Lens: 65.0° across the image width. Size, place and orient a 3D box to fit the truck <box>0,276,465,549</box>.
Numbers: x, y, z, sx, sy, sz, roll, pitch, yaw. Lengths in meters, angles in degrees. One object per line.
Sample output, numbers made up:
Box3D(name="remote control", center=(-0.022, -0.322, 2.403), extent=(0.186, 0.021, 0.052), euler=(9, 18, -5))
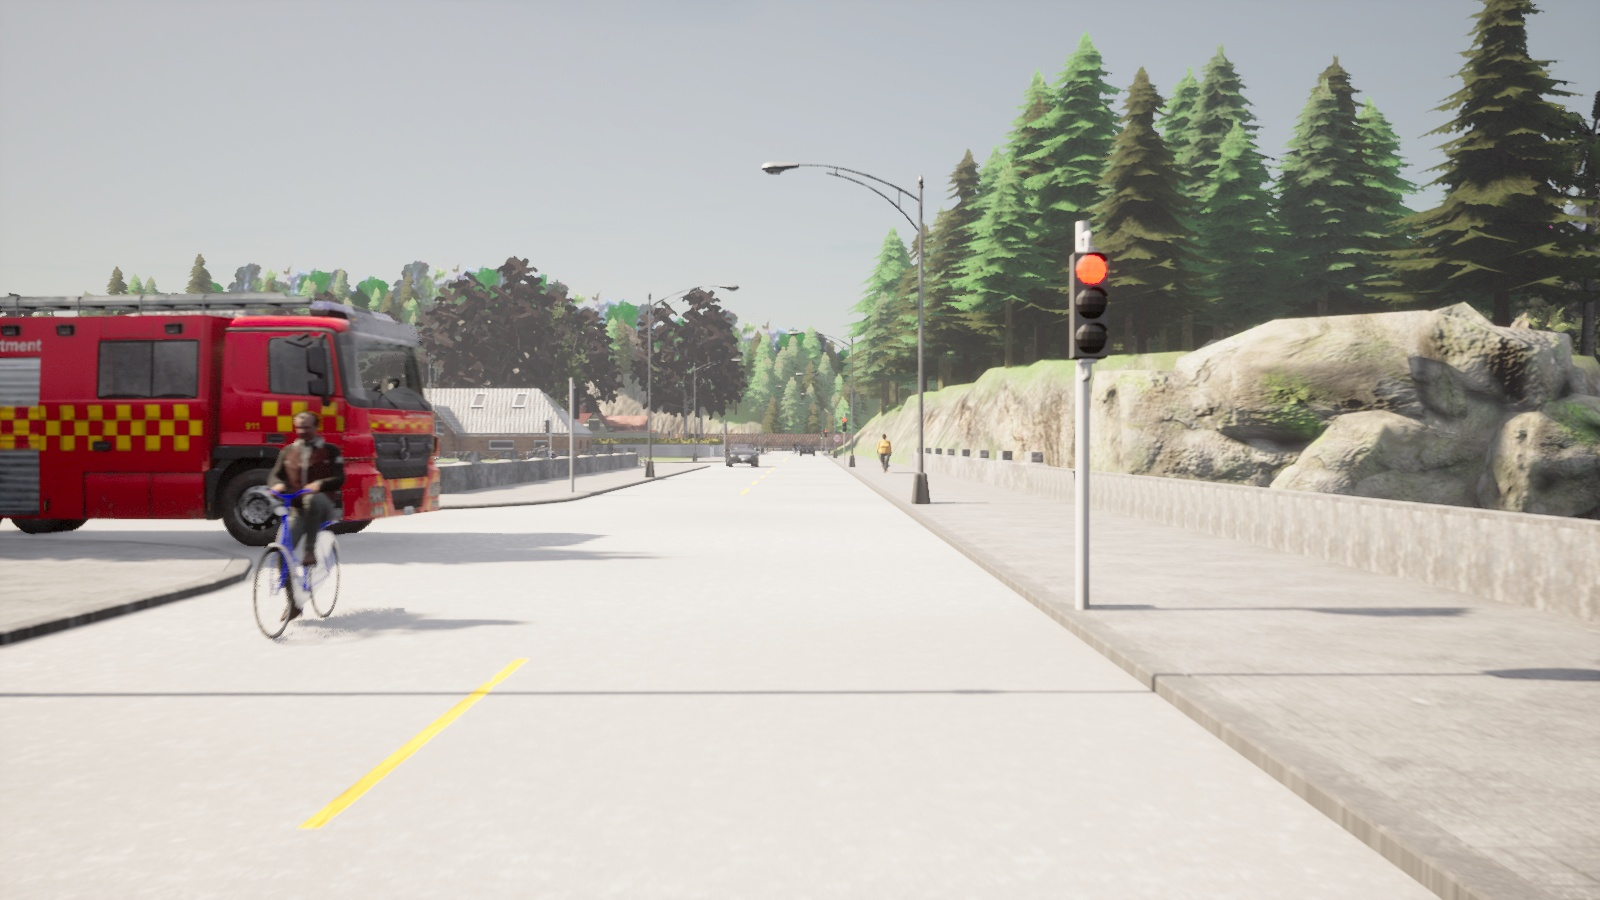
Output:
Box3D(name="truck", center=(-9.834, -0.537, 19.496), extent=(8.468, 3.827, 2.891), euler=(0, 0, 6))

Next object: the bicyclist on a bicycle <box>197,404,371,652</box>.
Box3D(name="bicyclist on a bicycle", center=(-4.023, 0.558, 9.949), extent=(0.659, 1.776, 1.843), euler=(0, 0, -2))

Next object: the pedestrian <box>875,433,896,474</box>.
Box3D(name="pedestrian", center=(3.877, 0.139, 56.900), extent=(0.874, 1.855, 0.900), euler=(0, 0, 0))

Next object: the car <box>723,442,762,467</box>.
Box3D(name="car", center=(-3.558, 0.265, 77.126), extent=(2.128, 1.511, 4.902), euler=(0, 0, -6))
